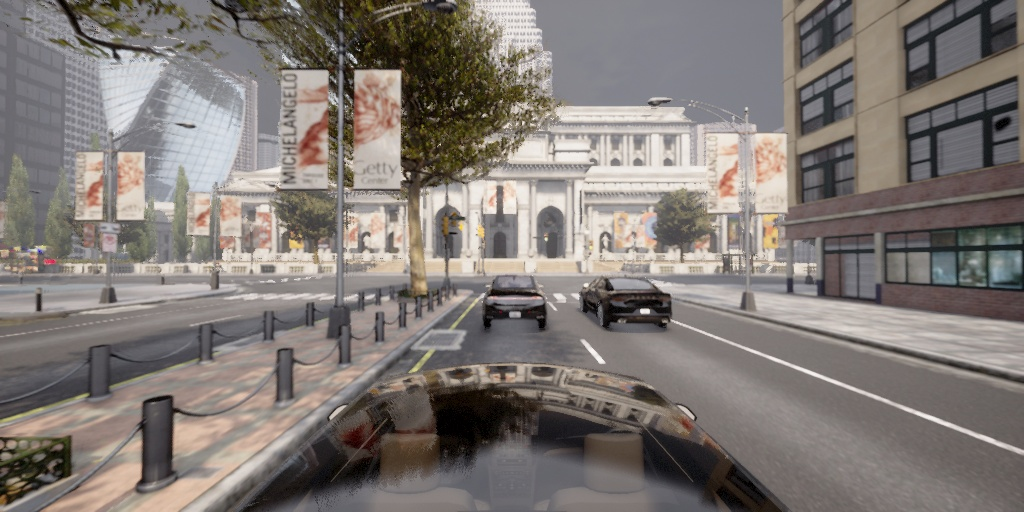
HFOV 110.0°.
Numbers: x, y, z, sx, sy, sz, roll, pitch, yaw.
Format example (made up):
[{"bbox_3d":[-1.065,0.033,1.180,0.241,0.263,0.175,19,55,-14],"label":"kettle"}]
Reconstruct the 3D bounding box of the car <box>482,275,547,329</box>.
[{"bbox_3d":[0.078,1.370,11.874,2.128,1.511,4.902,0,-1,0],"label":"car"}]

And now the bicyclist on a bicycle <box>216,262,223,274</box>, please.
[{"bbox_3d":[-40.526,1.661,49.530,0.582,1.620,1.656,0,0,0],"label":"bicyclist on a bicycle"}]

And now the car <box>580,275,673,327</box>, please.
[{"bbox_3d":[3.579,1.360,12.096,1.882,1.535,5.008,0,-1,0],"label":"car"}]
